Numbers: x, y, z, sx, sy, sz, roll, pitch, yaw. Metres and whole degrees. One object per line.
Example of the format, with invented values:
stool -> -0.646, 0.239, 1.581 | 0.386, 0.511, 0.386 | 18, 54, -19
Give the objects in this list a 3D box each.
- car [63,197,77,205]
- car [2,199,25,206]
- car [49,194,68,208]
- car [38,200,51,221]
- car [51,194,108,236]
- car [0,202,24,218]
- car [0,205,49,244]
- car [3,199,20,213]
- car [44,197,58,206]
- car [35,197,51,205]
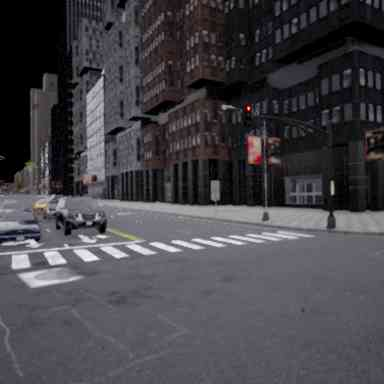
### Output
car -> -23.199, 1.680, 62.989 | 1.812, 1.442, 4.674 | -1, 0, -29
car -> -13.315, 1.486, 24.937 | 2.097, 1.767, 4.553 | -1, 0, -29
car -> -21.222, 1.384, 52.796 | 2.150, 2.045, 5.566 | -1, 0, -29
car -> -11.675, 1.657, 28.660 | 2.033, 1.411, 5.357 | -1, 0, -29
car -> -6.679, 1.288, 19.710 | 2.150, 2.045, 5.566 | -1, 0, -29
car -> -18.129, 1.737, 33.583 | 1.994, 1.385, 4.181 | -1, 0, -28
car -> -8.754, 1.642, 16.787 | 2.033, 1.411, 5.357 | -1, 0, -29
car -> -22.982, 1.685, 42.311 | 1.882, 1.535, 5.008 | -1, 0, -29
car -> -26.398, 1.694, 62.049 | 1.837, 1.490, 4.892 | -1, 0, -29
car -> -16.506, 1.625, 37.323 | 1.882, 1.535, 5.008 | -1, 0, -29
